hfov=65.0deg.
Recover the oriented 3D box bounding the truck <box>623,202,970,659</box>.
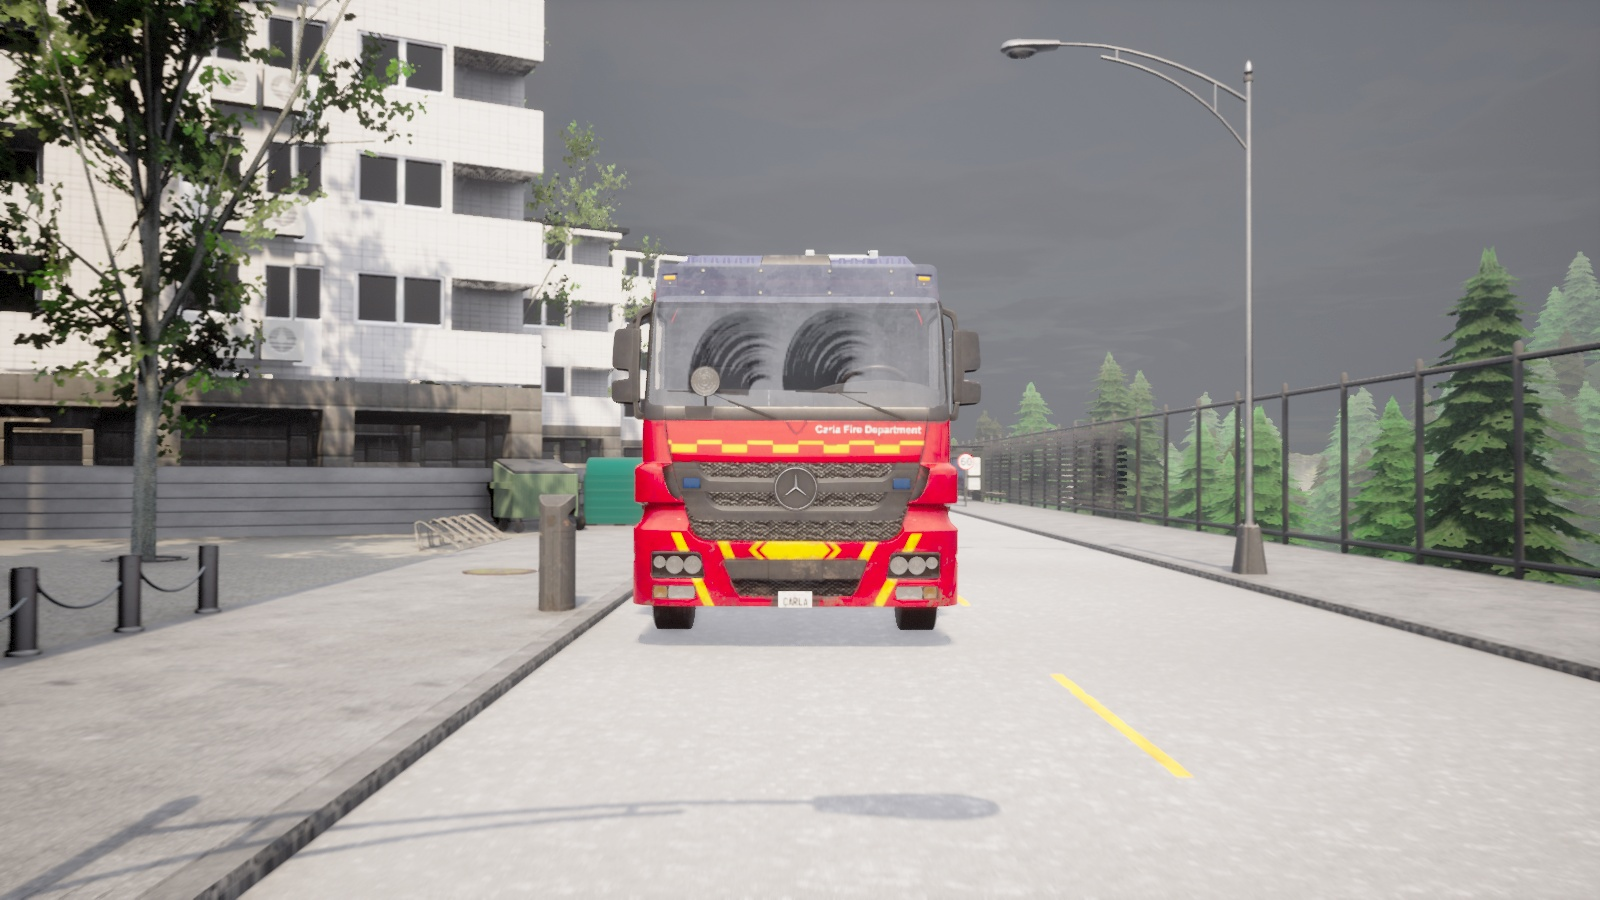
[{"bbox_3d":[-0.043,-0.103,14.773,2.891,3.827,8.468,0,-1,0],"label":"truck"}]
